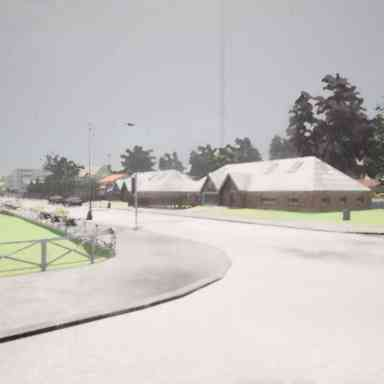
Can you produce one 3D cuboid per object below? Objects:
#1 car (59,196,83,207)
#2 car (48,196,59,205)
[{"bbox_3d":[-18.199,1.457,50.786,2.128,1.511,4.902,0,0,-36],"label":"car"},{"bbox_3d":[-24.102,1.470,59.046,1.837,1.490,4.892,0,0,-36],"label":"car"}]
